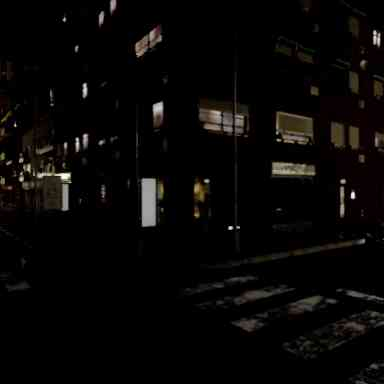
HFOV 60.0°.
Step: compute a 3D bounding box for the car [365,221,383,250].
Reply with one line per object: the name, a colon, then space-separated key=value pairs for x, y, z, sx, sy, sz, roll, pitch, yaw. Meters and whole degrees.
car: x=8.159 y=1.445 z=12.384 sx=4.403 sy=1.369 sz=2.008 roll=0 pitch=0 yaw=-36
